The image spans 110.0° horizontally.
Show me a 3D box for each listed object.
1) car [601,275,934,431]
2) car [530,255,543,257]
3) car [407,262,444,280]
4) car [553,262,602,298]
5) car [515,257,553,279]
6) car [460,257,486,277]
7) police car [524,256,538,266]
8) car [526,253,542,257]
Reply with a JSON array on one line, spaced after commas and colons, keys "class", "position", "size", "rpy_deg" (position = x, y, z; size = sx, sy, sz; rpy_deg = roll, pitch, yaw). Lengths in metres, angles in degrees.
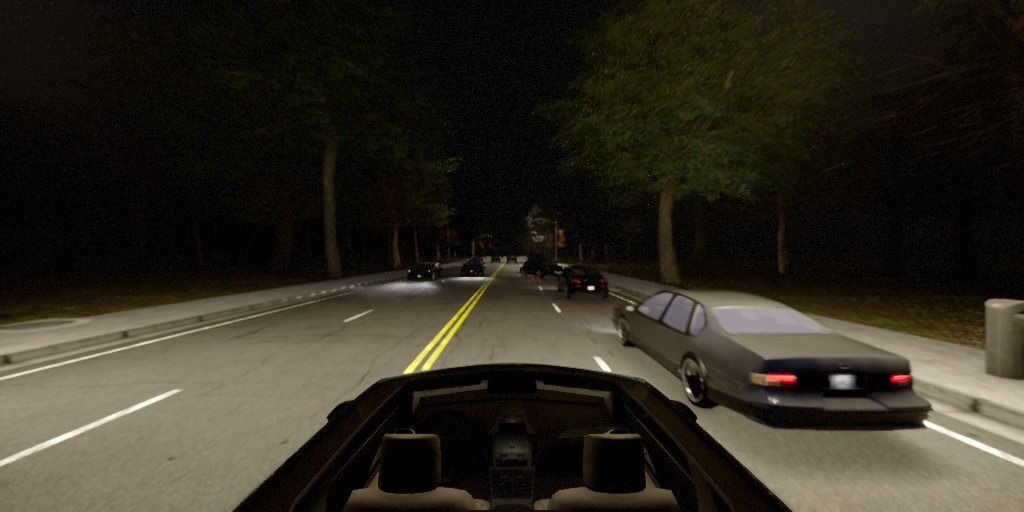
[{"class": "car", "position": [3.248, 1.253, 6.036], "size": [2.033, 1.411, 5.357], "rpy_deg": [0, 1, 0]}, {"class": "car", "position": [3.231, 0.950, 39.037], "size": [1.837, 1.490, 4.892], "rpy_deg": [0, 0, 0]}, {"class": "car", "position": [-6.605, 1.129, 27.741], "size": [1.895, 1.301, 4.718], "rpy_deg": [0, 0, 0]}, {"class": "car", "position": [3.242, 1.135, 17.037], "size": [1.812, 1.442, 4.674], "rpy_deg": [0, 0, 0]}, {"class": "car", "position": [2.344, 1.043, 29.418], "size": [1.812, 1.442, 4.674], "rpy_deg": [0, 1, -26]}, {"class": "car", "position": [-3.347, 1.065, 31.525], "size": [1.994, 1.385, 4.181], "rpy_deg": [0, 0, 0]}, {"class": "police car", "position": [3.218, 0.794, 61.037], "size": [2.038, 1.542, 4.974], "rpy_deg": [0, 0, 0]}, {"class": "car", "position": [3.224, 0.586, 50.064], "size": [2.150, 2.045, 5.566], "rpy_deg": [0, 0, 0]}]
